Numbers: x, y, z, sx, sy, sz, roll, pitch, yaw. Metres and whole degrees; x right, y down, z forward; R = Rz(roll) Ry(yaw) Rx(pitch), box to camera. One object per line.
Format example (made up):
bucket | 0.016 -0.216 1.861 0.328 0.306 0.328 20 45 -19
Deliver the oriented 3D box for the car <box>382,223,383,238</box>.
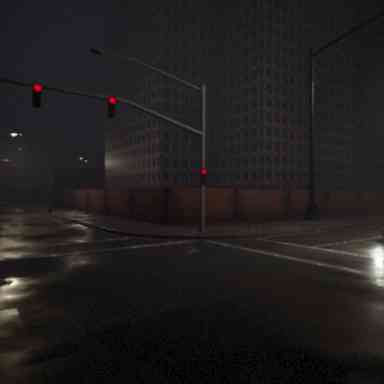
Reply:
car | 11.123 1.553 16.024 5.008 1.535 1.882 0 0 -34
